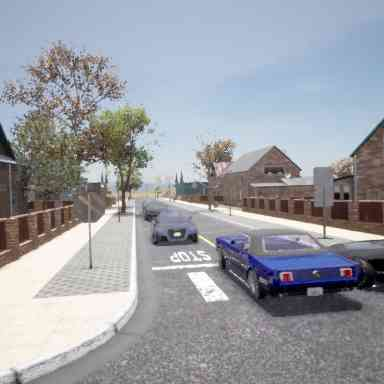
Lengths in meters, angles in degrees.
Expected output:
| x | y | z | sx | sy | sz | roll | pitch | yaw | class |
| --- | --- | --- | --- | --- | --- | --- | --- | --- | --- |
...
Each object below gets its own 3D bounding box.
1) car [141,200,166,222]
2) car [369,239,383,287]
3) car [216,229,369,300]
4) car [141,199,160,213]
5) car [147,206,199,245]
| x | y | z | sx | sy | sz | roll | pitch | yaw | class |
| --- | --- | --- | --- | --- | --- | --- | --- | --- | --- |
| -3.055 | 1.553 | 28.119 | 1.882 | 1.535 | 5.008 | -2 | 0 | -10 | car |
| 5.558 | 1.436 | 7.053 | 5.357 | 1.411 | 2.033 | -1 | 0 | 41 | car |
| 1.952 | 1.581 | 8.420 | 1.895 | 1.301 | 4.718 | -2 | 0 | -9 | car |
| -5.131 | 1.651 | 40.226 | 2.033 | 1.411 | 5.357 | -2 | 0 | -10 | car |
| -0.957 | 1.608 | 15.996 | 1.994 | 1.385 | 4.181 | -2 | 0 | -10 | car |
